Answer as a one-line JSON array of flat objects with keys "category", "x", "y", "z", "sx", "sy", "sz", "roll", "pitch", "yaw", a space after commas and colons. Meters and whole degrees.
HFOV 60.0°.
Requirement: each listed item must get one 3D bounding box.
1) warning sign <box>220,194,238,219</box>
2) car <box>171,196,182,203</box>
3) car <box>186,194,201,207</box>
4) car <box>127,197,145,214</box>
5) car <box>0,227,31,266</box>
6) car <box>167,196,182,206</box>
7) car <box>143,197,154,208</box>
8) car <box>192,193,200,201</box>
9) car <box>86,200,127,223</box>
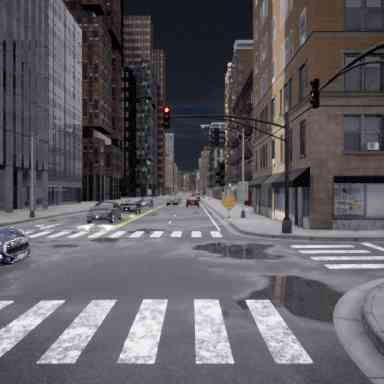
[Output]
[{"category": "warning sign", "x": 2.858, "y": 1.118, "z": 25.685, "sx": 1.300, "sy": 1.860, "sz": 1.060, "roll": 0, "pitch": 0, "yaw": 0}, {"category": "car", "x": -3.142, "y": 1.573, "z": 69.676, "sx": 2.033, "sy": 1.411, "sz": 5.357, "roll": 0, "pitch": 0, "yaw": 0}, {"category": "car", "x": 0.109, "y": 1.491, "z": 51.192, "sx": 1.882, "sy": 1.535, "sz": 5.008, "roll": 0, "pitch": 0, "yaw": 0}, {"category": "car", "x": -6.596, "y": 1.570, "z": 35.413, "sx": 1.994, "sy": 1.385, "sz": 4.181, "roll": 0, "pitch": 0, "yaw": 0}, {"category": "car", "x": -7.437, "y": 1.382, "z": 10.087, "sx": 4.553, "sy": 1.767, "sz": 2.097, "roll": 0, "pitch": 0, "yaw": 0}, {"category": "car", "x": -3.140, "y": 1.616, "z": 55.494, "sx": 1.895, "sy": 1.301, "sz": 4.718, "roll": 0, "pitch": 0, "yaw": 0}, {"category": "car", "x": -6.575, "y": 1.503, "z": 47.428, "sx": 2.128, "sy": 1.511, "sz": 4.902, "roll": 0, "pitch": 0, "yaw": 0}, {"category": "car", "x": 0.990, "y": 1.268, "z": 85.720, "sx": 2.150, "sy": 2.045, "sz": 5.566, "roll": 0, "pitch": 0, "yaw": 0}, {"category": "car", "x": -6.595, "y": 1.507, "z": 25.490, "sx": 1.837, "sy": 1.490, "sz": 4.892, "roll": 0, "pitch": 0, "yaw": 0}]
